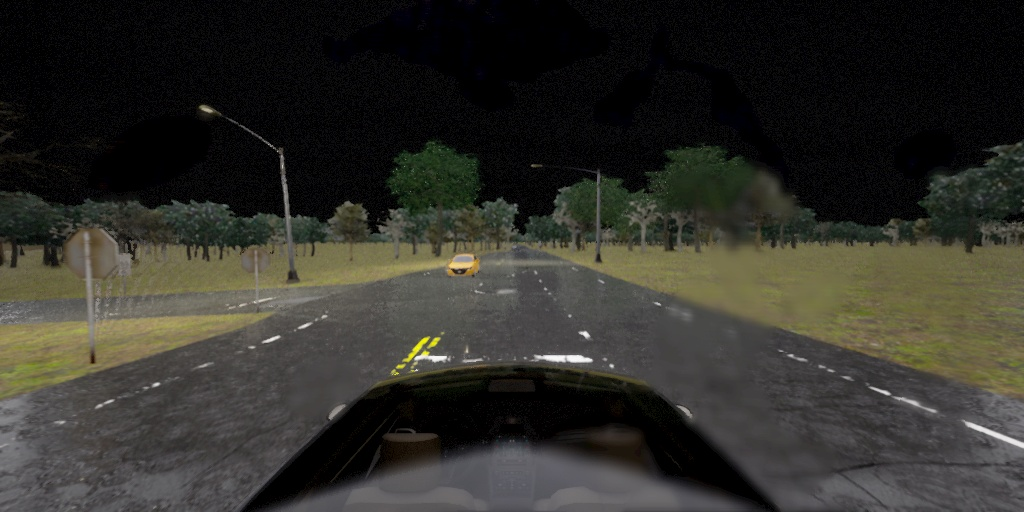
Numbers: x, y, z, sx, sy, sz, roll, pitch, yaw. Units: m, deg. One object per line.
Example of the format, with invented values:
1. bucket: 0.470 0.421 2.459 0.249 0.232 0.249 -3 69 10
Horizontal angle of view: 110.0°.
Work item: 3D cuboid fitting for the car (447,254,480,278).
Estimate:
1. car: -3.466 0.602 26.335 1.882 1.535 5.008 -1 4 1
